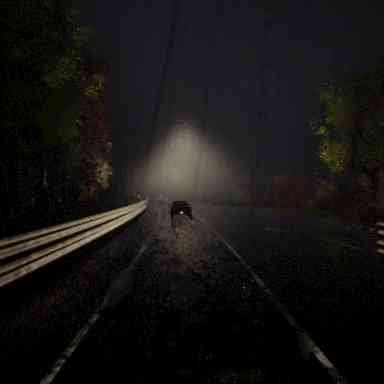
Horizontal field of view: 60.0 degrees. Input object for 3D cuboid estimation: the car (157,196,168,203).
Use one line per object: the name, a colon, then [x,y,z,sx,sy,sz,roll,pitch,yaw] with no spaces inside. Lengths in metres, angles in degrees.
car: [-5.935,1.481,66.988,1.812,1.442,4.674,0,0,-11]

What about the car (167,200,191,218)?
car: [-1.103,1.518,30.804,1.837,1.490,4.892,0,0,-5]
